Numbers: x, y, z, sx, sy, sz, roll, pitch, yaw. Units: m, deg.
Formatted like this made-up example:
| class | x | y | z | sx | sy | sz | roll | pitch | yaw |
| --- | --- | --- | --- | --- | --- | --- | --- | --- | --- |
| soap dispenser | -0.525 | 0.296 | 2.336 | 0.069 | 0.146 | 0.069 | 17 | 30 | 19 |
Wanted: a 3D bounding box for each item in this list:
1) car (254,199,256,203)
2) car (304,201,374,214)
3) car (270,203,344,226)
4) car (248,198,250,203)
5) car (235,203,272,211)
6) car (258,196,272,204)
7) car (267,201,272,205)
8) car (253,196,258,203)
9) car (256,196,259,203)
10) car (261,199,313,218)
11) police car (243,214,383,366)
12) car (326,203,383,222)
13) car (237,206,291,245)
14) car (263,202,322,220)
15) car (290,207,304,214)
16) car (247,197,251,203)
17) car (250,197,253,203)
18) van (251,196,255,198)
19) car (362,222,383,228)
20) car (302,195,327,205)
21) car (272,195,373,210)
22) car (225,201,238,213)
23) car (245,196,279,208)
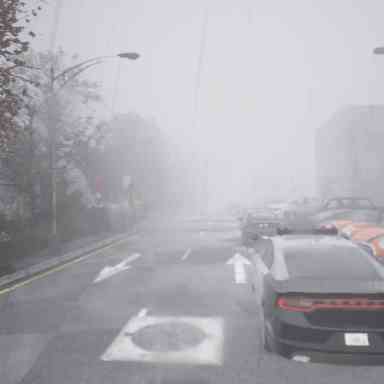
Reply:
| class | x | y | z | sx | sy | sz | roll | pitch | yaw |
| --- | --- | --- | --- | --- | --- | --- | --- | --- | --- |
| car | 10.326 | 1.841 | 39.733 | 4.674 | 1.452 | 2.002 | 0 | -1 | -13 |
| car | 7.124 | 1.366 | 12.912 | 4.553 | 1.767 | 2.185 | 0 | 0 | -13 |
| car | 8.500 | 1.650 | 24.820 | 4.792 | 1.488 | 2.163 | 0 | 0 | -13 |
| car | 11.746 | 1.996 | 51.662 | 4.674 | 1.452 | 2.002 | 0 | -1 | -13 |
| car | 4.010 | 1.720 | 22.041 | 1.812 | 1.442 | 4.674 | -1 | -1 | 7 |
| car | 8.860 | 1.403 | 27.803 | 5.566 | 2.045 | 2.435 | 0 | 0 | -13 |
| car | 7.989 | 1.585 | 21.802 | 5.366 | 1.575 | 1.946 | 0 | 0 | -13 |
| car | 10.712 | 1.713 | 42.719 | 4.553 | 1.767 | 2.185 | 0 | -1 | -13 |
| car | 9.932 | 1.638 | 36.752 | 4.553 | 1.767 | 2.185 | 0 | -1 | -13 |
| car | 9.574 | 1.601 | 33.773 | 4.553 | 1.767 | 2.185 | 0 | -1 | -13 |
| police car | 2.125 | 1.455 | 6.265 | 1.930 | 1.638 | 5.238 | -1 | -1 | 7 |
| car | 6.767 | 1.335 | 9.932 | 4.553 | 1.767 | 2.185 | 0 | 0 | -13 |
| car | 3.296 | 1.635 | 16.085 | 1.837 | 1.490 | 4.892 | -1 | -1 | 7 |
| car | 9.222 | 1.720 | 30.778 | 4.792 | 1.488 | 2.163 | 0 | 0 | -13 |
| car | 7.449 | 1.562 | 15.889 | 4.674 | 1.452 | 2.002 | 0 | -1 | -13 |
| car | 11.908 | 1.992 | 54.605 | 5.366 | 1.575 | 1.946 | 0 | -1 | -13 |
| car | 11.028 | 1.878 | 45.703 | 5.008 | 1.535 | 2.097 | 0 | -1 | -13 |
| van | 11.500 | 1.691 | 48.717 | 4.442 | 1.987 | 1.878 | 0 | -1 | -13 |
| car | 6.353 | 1.461 | 6.939 | 4.792 | 1.488 | 2.163 | 0 | 0 | -13 |
| car | 27.547 | 1.739 | 75.007 | 2.435 | 2.045 | 5.566 | -1 | 0 | -15 |
| car | 7.792 | 1.303 | 18.850 | 5.566 | 2.045 | 2.435 | 0 | 0 | -13 |
| car | 5.430 | 1.976 | 43.850 | 2.128 | 1.511 | 4.902 | -1 | -1 | 7 |
| car | 12.803 | 1.822 | 60.638 | 5.566 | 2.045 | 2.435 | 0 | -1 | -13 |
